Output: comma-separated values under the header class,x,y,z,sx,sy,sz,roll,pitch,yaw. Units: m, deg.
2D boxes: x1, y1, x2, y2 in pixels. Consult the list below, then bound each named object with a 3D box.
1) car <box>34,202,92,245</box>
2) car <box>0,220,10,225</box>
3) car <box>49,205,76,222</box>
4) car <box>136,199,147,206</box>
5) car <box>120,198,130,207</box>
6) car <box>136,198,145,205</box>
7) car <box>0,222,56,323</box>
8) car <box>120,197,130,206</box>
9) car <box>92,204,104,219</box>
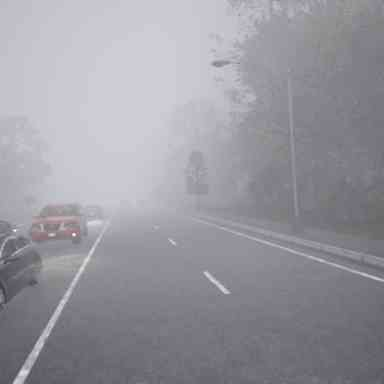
class,x,y,z,sx,sy,sz,roll,pitch,yaw
car,-6.913,1.619,17.768,2.150,2.045,5.566,-3,0,-12
car,-10.199,2.139,16.496,2.033,1.411,5.357,-3,0,-12
car,-14.410,2.308,37.223,1.882,1.535,5.008,-3,0,-11
car,-10.438,2.106,70.013,1.812,1.442,4.674,-3,0,-12
car,-13.780,2.253,68.902,1.882,1.535,5.008,-3,0,-12
car,-12.466,2.240,79.844,1.895,1.301,4.718,-3,0,-12
car,-4.762,1.767,7.422,2.128,1.511,4.902,-3,0,-12
car,-15.890,2.211,79.081,2.097,1.767,4.553,-3,0,-12
car,-10.567,2.097,35.806,2.128,1.511,4.902,-3,0,-11
